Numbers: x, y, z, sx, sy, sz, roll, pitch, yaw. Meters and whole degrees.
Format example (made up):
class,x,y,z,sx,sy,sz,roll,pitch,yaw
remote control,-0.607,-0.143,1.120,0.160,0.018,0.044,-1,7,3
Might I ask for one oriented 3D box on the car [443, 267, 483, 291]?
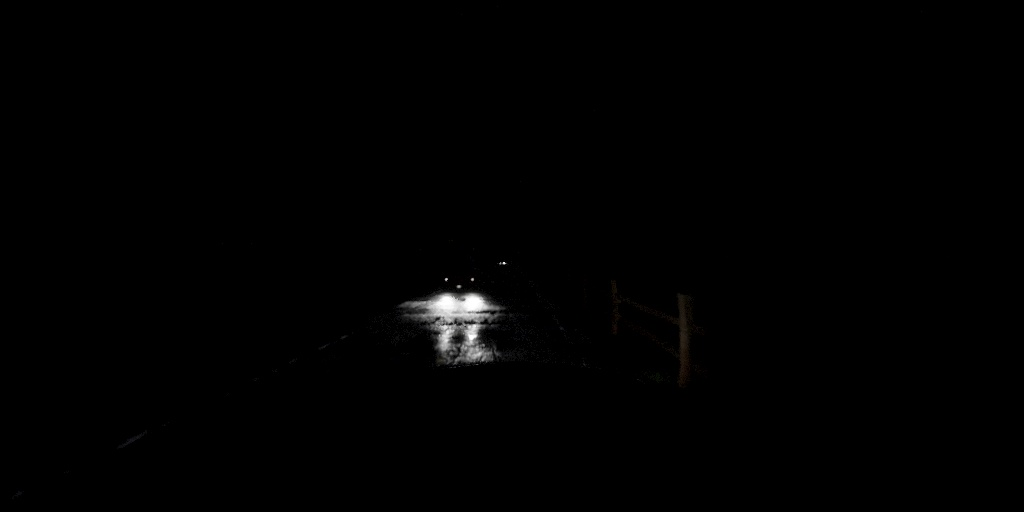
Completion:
class,x,y,z,sx,sy,sz,roll,pitch,yaw
car,-2.857,1.348,21.624,1.895,1.301,4.718,0,0,0
